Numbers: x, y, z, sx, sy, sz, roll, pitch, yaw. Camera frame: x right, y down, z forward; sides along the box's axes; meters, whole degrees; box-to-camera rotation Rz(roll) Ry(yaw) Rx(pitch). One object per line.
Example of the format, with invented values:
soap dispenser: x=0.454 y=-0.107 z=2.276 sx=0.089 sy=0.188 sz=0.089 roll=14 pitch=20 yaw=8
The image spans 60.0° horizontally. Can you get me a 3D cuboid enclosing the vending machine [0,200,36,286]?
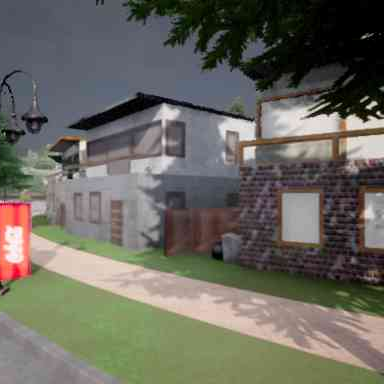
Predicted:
vending machine: x=-4.845 y=1.275 z=8.769 sx=1.100 sy=2.100 sz=0.880 roll=1 pitch=-1 yaw=-45
